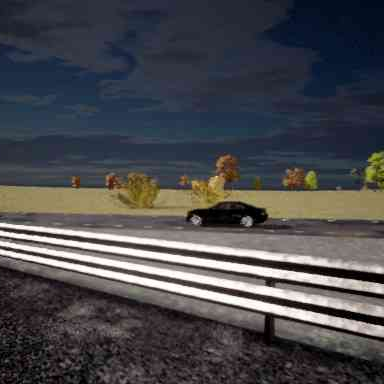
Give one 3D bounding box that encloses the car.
[{"bbox_3d":[2.083,1.295,20.210,5.008,1.535,1.882,0,0,18],"label":"car"}]
